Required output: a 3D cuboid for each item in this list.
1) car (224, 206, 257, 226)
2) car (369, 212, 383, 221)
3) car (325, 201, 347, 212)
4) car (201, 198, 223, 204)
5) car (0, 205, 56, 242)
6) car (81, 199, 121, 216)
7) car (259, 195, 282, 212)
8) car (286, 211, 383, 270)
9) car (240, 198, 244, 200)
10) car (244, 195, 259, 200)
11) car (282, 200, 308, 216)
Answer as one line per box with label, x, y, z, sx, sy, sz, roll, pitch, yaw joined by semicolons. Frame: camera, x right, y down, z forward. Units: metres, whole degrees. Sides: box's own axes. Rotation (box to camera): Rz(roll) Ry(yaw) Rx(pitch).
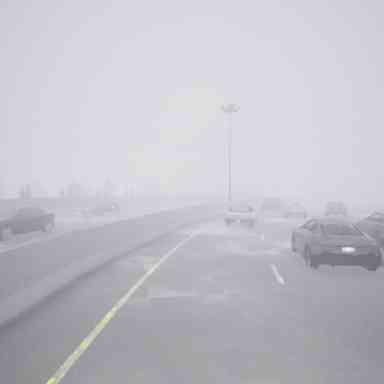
car;3.546;1.597;23.477;1.895;1.301;4.718;0;0;15
car;8.723;1.583;14.700;1.994;1.385;4.181;0;0;10
car;13.764;1.571;31.846;2.033;1.411;5.357;0;0;23
car;2.564;1.505;41.391;1.812;1.442;4.674;0;0;26
car;-8.875;1.437;16.603;1.882;1.535;5.008;0;0;10
car;-8.650;1.440;31.891;2.128;1.511;4.902;0;0;18
car;9.942;1.358;40.110;2.097;1.767;4.553;0;0;26
car;4.624;1.572;11.233;1.994;1.385;4.181;0;0;8
car;11.595;1.588;68.378;1.812;1.442;4.674;0;0;37
car;12.534;1.347;64.259;2.097;1.767;4.553;0;0;33
car;9.873;1.537;31.372;1.812;1.442;4.674;0;0;21
